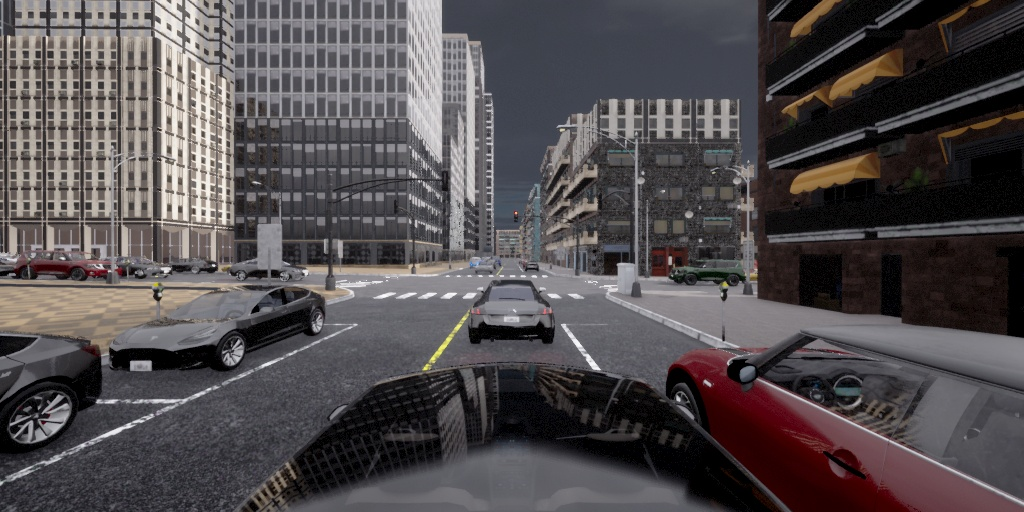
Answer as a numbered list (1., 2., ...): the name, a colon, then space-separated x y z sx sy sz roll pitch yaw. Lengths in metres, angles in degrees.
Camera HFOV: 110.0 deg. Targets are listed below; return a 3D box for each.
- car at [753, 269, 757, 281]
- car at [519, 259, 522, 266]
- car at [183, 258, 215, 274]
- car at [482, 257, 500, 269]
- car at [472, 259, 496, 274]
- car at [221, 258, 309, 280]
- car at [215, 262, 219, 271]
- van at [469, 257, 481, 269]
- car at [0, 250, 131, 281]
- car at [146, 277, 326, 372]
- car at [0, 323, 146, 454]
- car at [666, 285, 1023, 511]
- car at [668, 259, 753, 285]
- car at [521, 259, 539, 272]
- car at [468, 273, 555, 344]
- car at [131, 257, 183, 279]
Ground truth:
1. car: 21.291 1.698 31.256 4.829 1.417 1.751 0 0 -1
2. car: 2.548 1.301 57.318 1.888 1.381 4.507 0 0 0
3. car: -27.561 0.816 30.575 4.313 1.339 1.948 0 0 -1
4. car: -3.224 1.260 53.005 1.837 1.490 4.892 0 0 0
5. car: -3.202 1.353 41.929 1.895 1.301 4.718 0 0 0
6. car: -16.787 0.959 24.939 4.902 1.511 2.128 1 0 -1
7. car: -22.117 0.880 30.739 4.829 1.417 1.751 0 0 -1
8. van: -5.833 1.097 57.295 1.690 1.789 3.998 0 0 0
9. car: -27.436 0.591 22.195 5.009 1.841 2.192 0 0 -1
10. car: -5.702 1.315 7.684 1.948 1.339 4.313 0 0 0
11. car: -5.688 1.316 2.437 1.948 1.339 4.313 0 0 0
12. car: 2.693 1.190 2.460 1.967 1.591 4.097 0 0 0
13. car: 15.514 1.290 28.581 5.566 2.045 2.150 1 0 -1
14. car: 2.575 1.319 47.351 1.948 1.339 4.313 0 0 0
15. car: -0.015 1.314 9.616 1.994 1.385 4.181 0 0 0
16. car: -26.360 0.780 24.802 4.902 1.511 2.128 1 0 -1
